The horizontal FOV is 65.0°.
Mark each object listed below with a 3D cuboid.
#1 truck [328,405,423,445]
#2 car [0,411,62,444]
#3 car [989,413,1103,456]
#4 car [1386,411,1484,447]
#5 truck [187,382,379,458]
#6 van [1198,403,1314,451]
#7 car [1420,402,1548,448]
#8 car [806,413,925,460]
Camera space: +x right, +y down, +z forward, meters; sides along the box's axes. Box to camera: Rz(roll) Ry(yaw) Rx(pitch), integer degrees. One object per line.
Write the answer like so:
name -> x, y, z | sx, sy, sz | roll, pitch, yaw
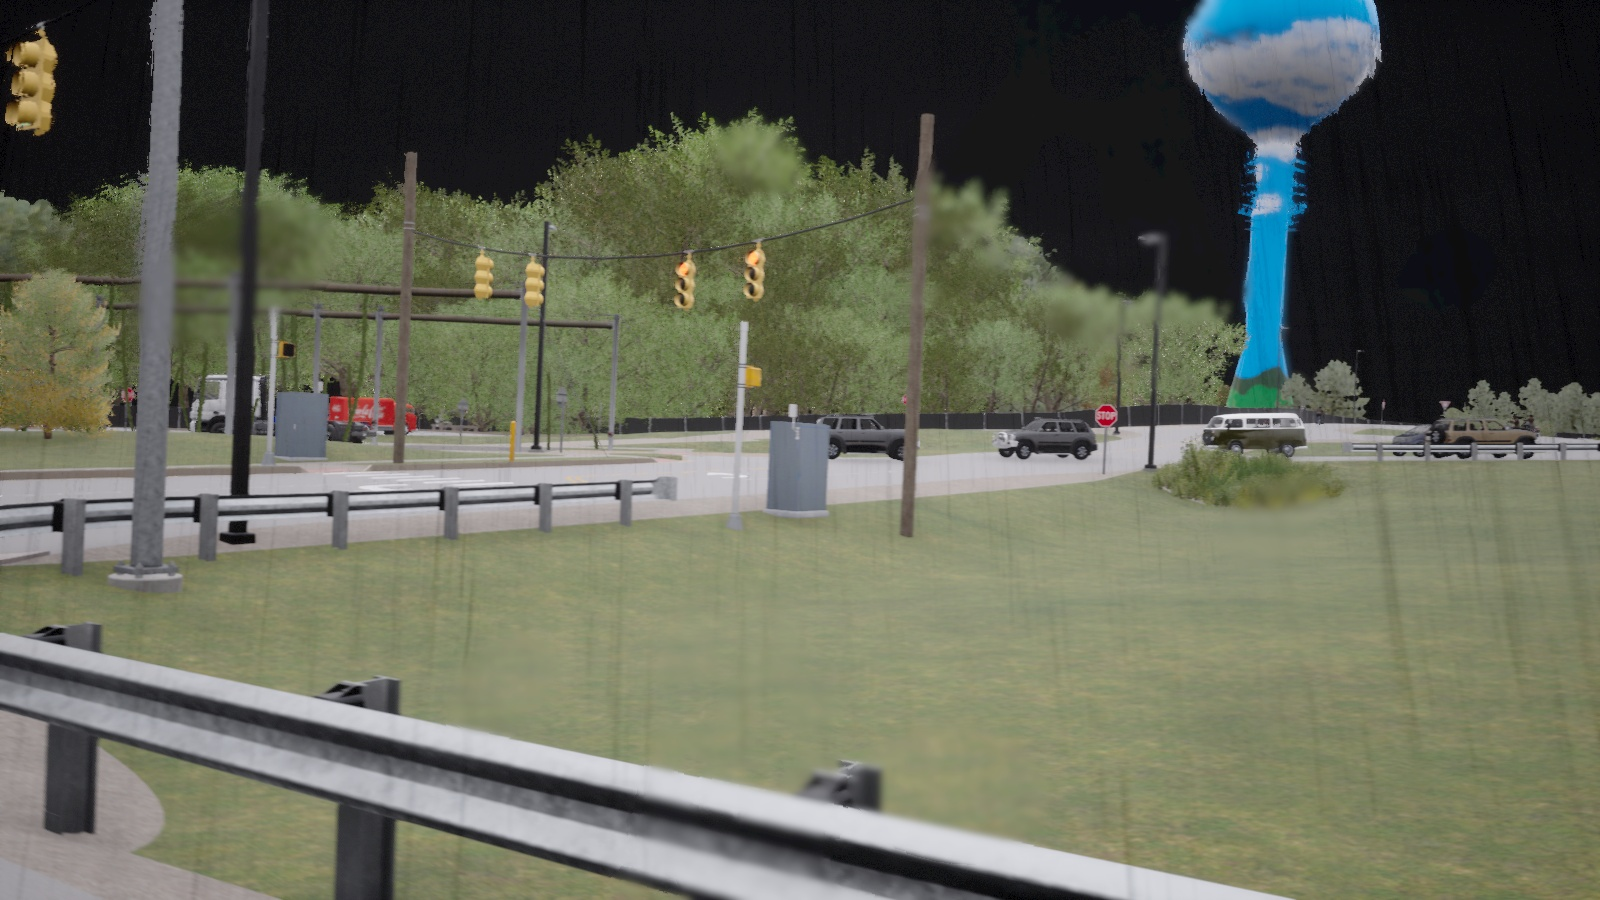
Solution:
truck -> -27.640, -1.640, 81.850 | 5.204, 2.467, 2.627 | 0, 3, -42
car -> -50.931, -1.438, 82.122 | 2.150, 2.045, 5.566 | 2, 0, -2
car -> 10.969, -0.719, 56.099 | 4.605, 1.855, 1.932 | -1, 3, -18
car -> 29.494, -0.986, 58.358 | 3.705, 1.549, 1.789 | -1, 1, -10
truck -> -24.281, -1.388, 59.141 | 7.936, 3.462, 2.891 | 0, 0, 6
van -> 20.815, -1.045, 57.438 | 4.480, 2.038, 2.069 | -1, 1, -4
car -> 29.580, -1.072, 54.345 | 4.605, 1.855, 1.932 | -2, 1, -8
car -> 2.613, -0.564, 50.836 | 4.605, 1.855, 1.932 | 0, 1, -5
